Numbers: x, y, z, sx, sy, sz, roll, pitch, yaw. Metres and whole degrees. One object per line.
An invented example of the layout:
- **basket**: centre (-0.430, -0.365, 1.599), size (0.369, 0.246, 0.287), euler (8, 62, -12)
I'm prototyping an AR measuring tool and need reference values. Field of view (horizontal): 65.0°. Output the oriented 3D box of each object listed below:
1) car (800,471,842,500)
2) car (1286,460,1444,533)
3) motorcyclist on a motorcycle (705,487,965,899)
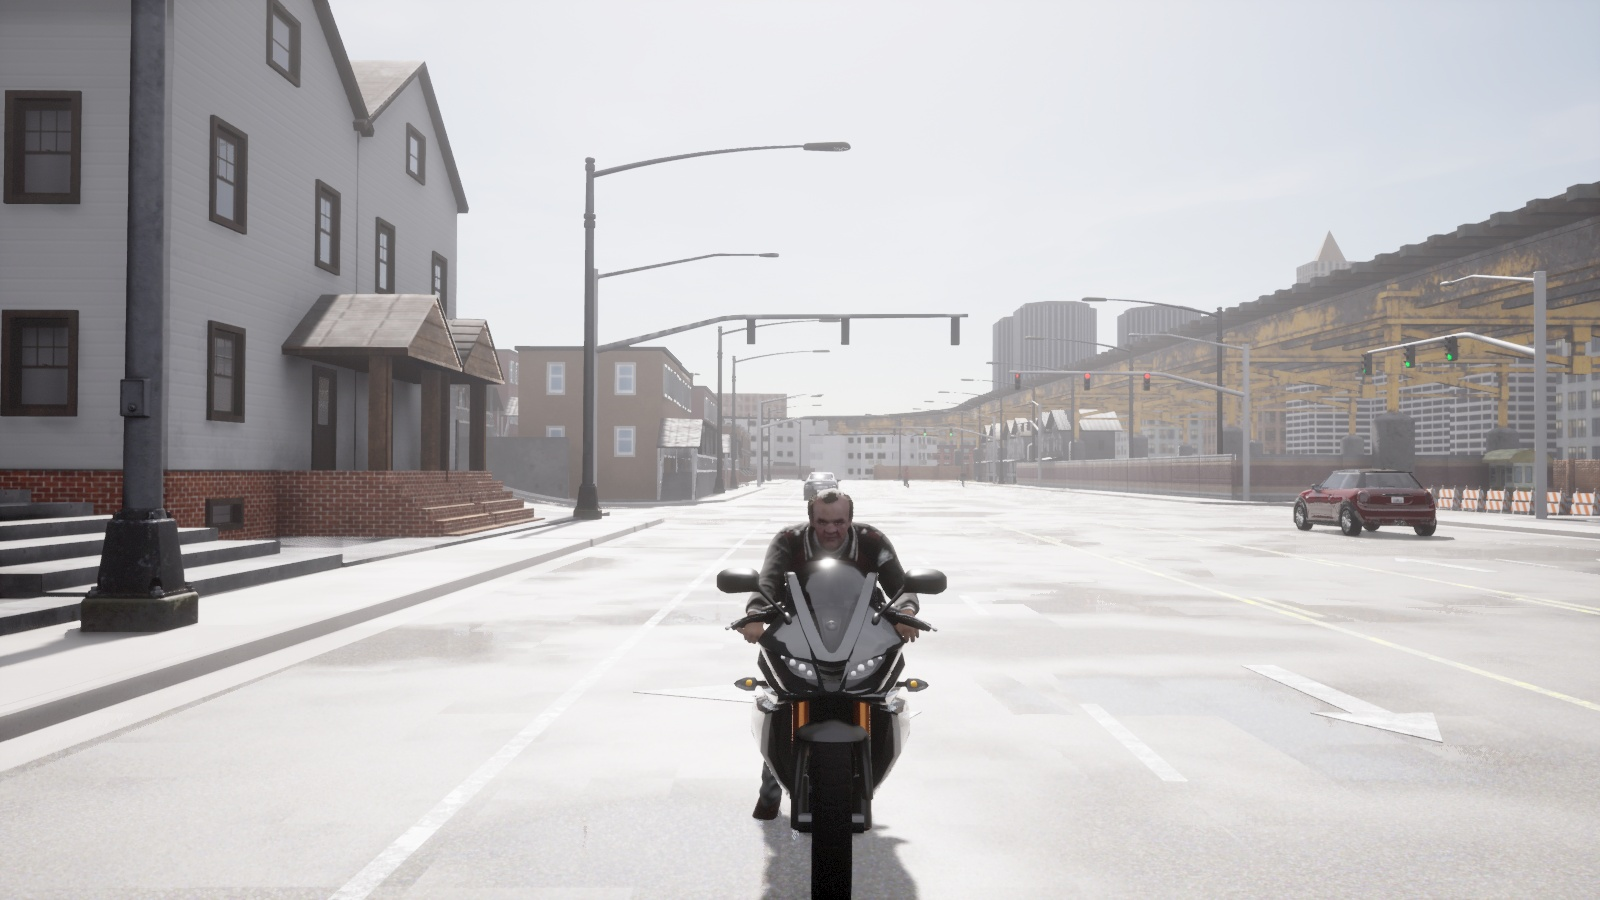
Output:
- **car**: centre (1.191, 1.906, 68.064), size (2.128, 1.511, 4.902), euler (0, -1, 2)
- **car**: centre (14.574, 1.162, 32.692), size (2.097, 1.767, 4.553), euler (0, -1, 1)
- **motorcyclist on a motorcycle**: centre (0.135, 0.938, 5.312), size (0.866, 1.530, 2.191), euler (0, -1, 1)
